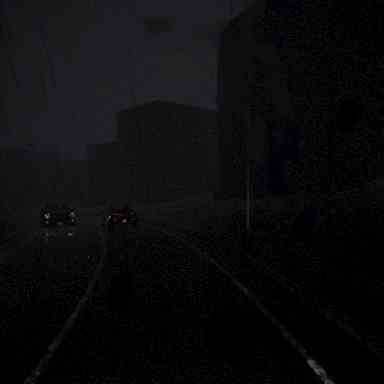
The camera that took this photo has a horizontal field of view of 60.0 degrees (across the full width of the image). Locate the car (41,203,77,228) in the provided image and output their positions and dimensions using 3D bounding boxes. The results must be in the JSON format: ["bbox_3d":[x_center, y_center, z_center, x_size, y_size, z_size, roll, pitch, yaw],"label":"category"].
[{"bbox_3d":[-9.986,1.637,24.638,2.097,1.767,4.553,-2,-1,-27],"label":"car"}]

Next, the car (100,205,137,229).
[{"bbox_3d":[-5.089,1.614,22.763,2.128,1.511,4.902,-1,0,-22],"label":"car"}]

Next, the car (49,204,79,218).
[{"bbox_3d":[-15.032,2.160,38.822,1.812,1.442,4.674,-2,0,-40],"label":"car"}]
